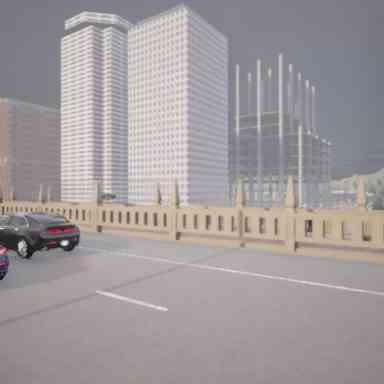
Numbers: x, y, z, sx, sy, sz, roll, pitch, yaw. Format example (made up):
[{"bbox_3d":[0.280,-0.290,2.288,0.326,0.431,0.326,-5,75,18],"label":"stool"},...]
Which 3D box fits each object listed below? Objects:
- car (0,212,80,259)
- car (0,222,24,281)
[{"bbox_3d":[-6.305,1.530,12.730,4.892,1.490,1.837,-1,-1,36],"label":"car"},{"bbox_3d":[-6.459,1.548,8.532,4.674,1.442,1.812,0,0,36],"label":"car"}]
